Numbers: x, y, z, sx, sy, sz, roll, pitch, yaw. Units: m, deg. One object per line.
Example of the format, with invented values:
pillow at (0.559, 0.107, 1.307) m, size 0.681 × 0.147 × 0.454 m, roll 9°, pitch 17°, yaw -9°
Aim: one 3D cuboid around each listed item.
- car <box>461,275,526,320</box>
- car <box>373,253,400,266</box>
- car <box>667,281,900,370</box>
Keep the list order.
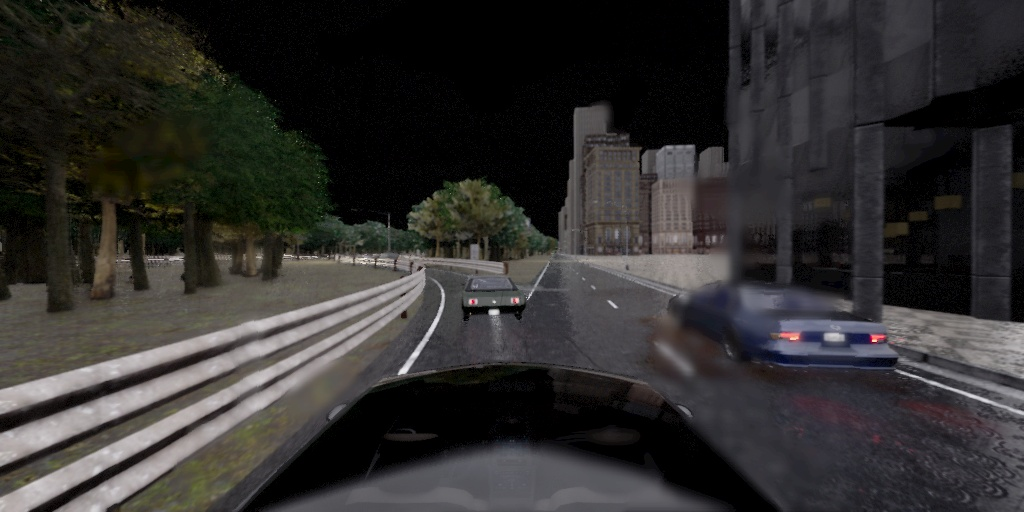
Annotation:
car at (-0.805, 1.319, 12.500) m, size 1.895 × 1.301 × 4.718 m, roll -1°, pitch 0°, yaw -7°
car at (-19.325, 0.528, 56.040) m, size 2.150 × 2.045 × 5.566 m, roll -1°, pitch 1°, yaw -39°
car at (5.106, 1.256, 7.833) m, size 2.033 × 1.411 × 5.357 m, roll 0°, pitch 0°, yaw 7°
